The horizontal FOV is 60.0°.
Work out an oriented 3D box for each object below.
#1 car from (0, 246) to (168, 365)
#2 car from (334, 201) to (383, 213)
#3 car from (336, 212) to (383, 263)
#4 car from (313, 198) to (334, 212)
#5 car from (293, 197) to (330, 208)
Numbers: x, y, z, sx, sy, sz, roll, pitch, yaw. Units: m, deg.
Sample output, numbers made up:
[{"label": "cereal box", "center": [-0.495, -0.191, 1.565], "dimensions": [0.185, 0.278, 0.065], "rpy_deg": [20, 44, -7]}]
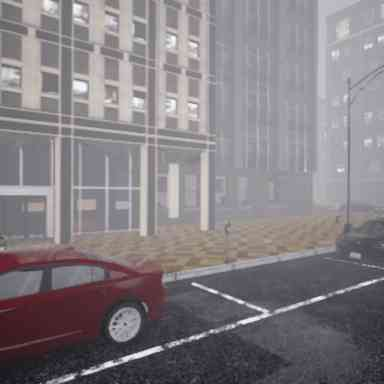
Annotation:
[{"label": "car", "center": [-2.503, 1.545, 4.769], "dimensions": [4.507, 1.381, 1.887], "rpy_deg": [0, 0, -36]}, {"label": "car", "center": [16.799, 1.534, 33.065], "dimensions": [1.802, 1.307, 4.206], "rpy_deg": [0, 0, -36]}, {"label": "car", "center": [6.749, 1.567, 11.390], "dimensions": [4.313, 1.339, 1.947], "rpy_deg": [0, 0, -36]}, {"label": "car", "center": [13.592, 1.467, 37.524], "dimensions": [1.752, 1.417, 4.829], "rpy_deg": [0, 0, -36]}, {"label": "car", "center": [16.889, 1.499, 47.291], "dimensions": [1.752, 1.417, 4.829], "rpy_deg": [0, 0, -36]}]
